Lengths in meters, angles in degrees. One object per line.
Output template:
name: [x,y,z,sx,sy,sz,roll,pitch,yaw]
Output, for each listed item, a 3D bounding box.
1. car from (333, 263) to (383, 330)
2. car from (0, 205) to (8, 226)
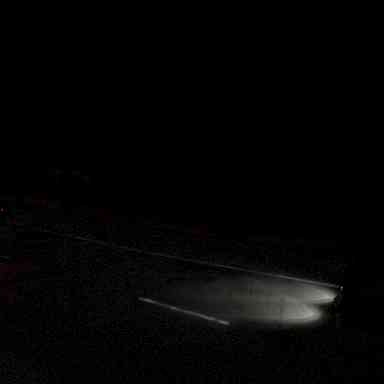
car: [5.006,1.553,4.740,5.357,1.411,2.033,0,0,36]
car: [-10.662,0.804,15.903,4.181,1.385,1.994,5,3,36]
